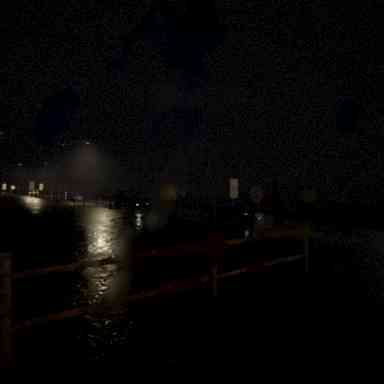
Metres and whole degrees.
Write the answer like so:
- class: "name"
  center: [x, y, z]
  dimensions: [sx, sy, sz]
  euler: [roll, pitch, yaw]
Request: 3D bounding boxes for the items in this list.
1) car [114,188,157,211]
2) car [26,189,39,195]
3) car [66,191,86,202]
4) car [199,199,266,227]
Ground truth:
- class: "car"
  center: [-5.439, 0.642, 31.366]
  dimensions: [2.150, 2.045, 5.566]
  euler: [1, 0, -36]
- class: "car"
  center: [-39.972, 0.065, 84.116]
  dimensions: [1.882, 1.535, 5.008]
  euler: [1, 0, -33]
- class: "car"
  center: [-16.285, 0.623, 46.583]
  dimensions: [1.812, 1.442, 4.674]
  euler: [1, 0, -35]
- class: "car"
  center: [2.377, 1.177, 20.413]
  dimensions: [2.128, 1.511, 4.902]
  euler: [1, 1, -35]
